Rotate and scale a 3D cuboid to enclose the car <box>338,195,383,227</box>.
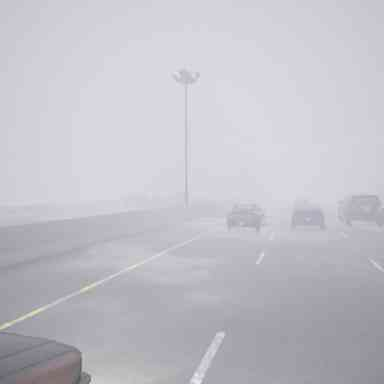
[{"bbox_3d":[11.597,1.198,23.084,2.150,2.045,5.566,0,0,17],"label":"car"}]

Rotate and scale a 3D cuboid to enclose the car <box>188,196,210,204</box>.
[{"bbox_3d":[1.330,1.541,49.359,2.033,1.411,5.357,0,0,17],"label":"car"}]

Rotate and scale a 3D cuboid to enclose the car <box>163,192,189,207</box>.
[{"bbox_3d":[-2.021,0.981,50.368,2.150,2.045,5.566,0,0,17],"label":"car"}]

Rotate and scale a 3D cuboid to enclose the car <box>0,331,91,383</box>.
[{"bbox_3d":[-2.599,1.546,1.061,2.033,1.411,5.357,0,0,18],"label":"car"}]

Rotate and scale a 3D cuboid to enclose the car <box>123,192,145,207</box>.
[{"bbox_3d":[-8.706,1.083,52.445,2.150,2.045,5.566,0,0,17],"label":"car"}]

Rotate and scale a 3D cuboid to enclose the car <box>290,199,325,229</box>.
[{"bbox_3d":[7.556,1.454,21.869,1.882,1.535,5.008,0,0,17],"label":"car"}]

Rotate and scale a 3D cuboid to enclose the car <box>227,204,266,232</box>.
[{"bbox_3d":[3.352,1.471,20.135,2.128,1.511,4.902,0,0,17],"label":"car"}]

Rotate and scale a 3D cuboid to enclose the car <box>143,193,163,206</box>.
[{"bbox_3d":[-5.355,1.256,51.435,1.837,1.490,4.892,0,0,17],"label":"car"}]
